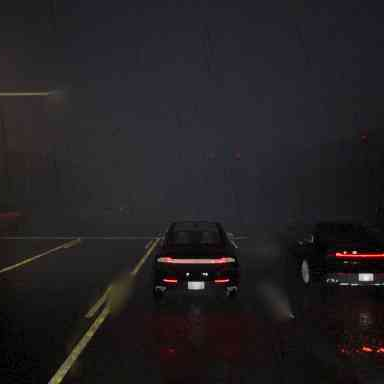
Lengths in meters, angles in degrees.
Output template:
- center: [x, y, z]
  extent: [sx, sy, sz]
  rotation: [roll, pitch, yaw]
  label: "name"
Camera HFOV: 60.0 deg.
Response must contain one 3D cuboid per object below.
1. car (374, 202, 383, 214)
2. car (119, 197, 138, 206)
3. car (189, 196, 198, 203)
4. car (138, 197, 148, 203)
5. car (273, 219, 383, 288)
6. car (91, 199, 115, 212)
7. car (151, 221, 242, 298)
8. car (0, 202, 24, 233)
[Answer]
- center: [18.114, 1.061, 28.293]
  extent: [4.902, 1.511, 2.128]
  rotation: [-5, 0, 0]
  label: "car"
- center: [-10.453, 1.565, 53.874]
  extent: [1.994, 1.385, 4.181]
  rotation: [0, 0, 0]
  label: "car"
- center: [0.270, 1.491, 66.878]
  extent: [2.128, 1.511, 4.902]
  rotation: [0, 0, 0]
  label: "car"
- center: [-10.324, 1.601, 68.569]
  extent: [1.895, 1.301, 4.718]
  rotation: [0, 0, 0]
  label: "car"
- center: [3.602, 1.505, 9.261]
  extent: [1.837, 1.490, 4.892]
  rotation: [0, 0, 1]
  label: "car"
- center: [-10.498, 1.526, 39.581]
  extent: [1.812, 1.442, 4.674]
  rotation: [0, 0, 0]
  label: "car"
- center: [0.097, 1.492, 8.498]
  extent: [2.128, 1.511, 4.902]
  rotation: [0, 0, 0]
  label: "car"
- center: [-10.558, 1.352, 16.892]
  extent: [2.097, 1.767, 4.553]
  rotation: [0, 0, 0]
  label: "car"
